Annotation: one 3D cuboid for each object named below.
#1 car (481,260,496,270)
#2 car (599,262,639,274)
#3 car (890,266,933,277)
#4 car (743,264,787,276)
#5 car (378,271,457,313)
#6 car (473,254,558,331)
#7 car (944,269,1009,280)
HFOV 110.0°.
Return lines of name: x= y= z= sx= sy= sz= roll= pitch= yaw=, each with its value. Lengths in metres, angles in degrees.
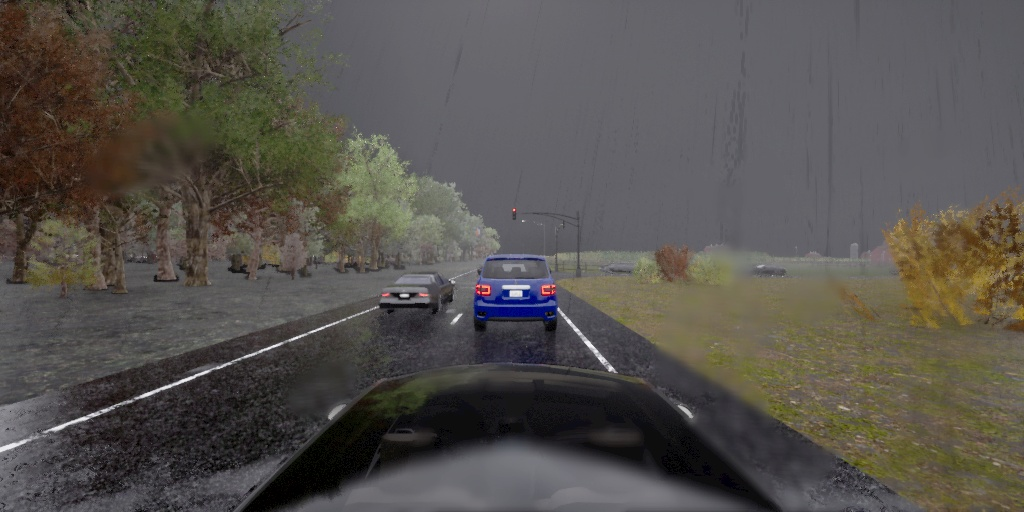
car: x=-3.471 y=1.357 z=54.075 sx=1.895 sy=1.301 sz=4.718 roll=0 pitch=0 yaw=0
car: x=13.066 y=1.445 z=43.283 sx=4.902 sy=1.511 sz=2.128 roll=1 pitch=-1 yaw=3
car: x=48.246 y=1.860 z=42.906 sx=4.674 sy=1.442 sz=1.812 roll=1 pitch=-1 yaw=1
car: x=30.299 y=1.664 z=43.008 sx=4.674 sy=1.442 sz=1.812 roll=1 pitch=-1 yaw=0
car: x=-3.414 y=1.300 z=13.858 sx=2.033 sy=1.411 sz=5.357 roll=0 pitch=0 yaw=0
car: x=0.088 y=0.974 z=11.080 sx=2.150 sy=2.045 sz=5.566 roll=0 pitch=0 yaw=0
car: x=50.971 y=1.851 z=39.316 sx=5.357 sy=1.411 sz=2.033 roll=1 pitch=-1 yaw=1
